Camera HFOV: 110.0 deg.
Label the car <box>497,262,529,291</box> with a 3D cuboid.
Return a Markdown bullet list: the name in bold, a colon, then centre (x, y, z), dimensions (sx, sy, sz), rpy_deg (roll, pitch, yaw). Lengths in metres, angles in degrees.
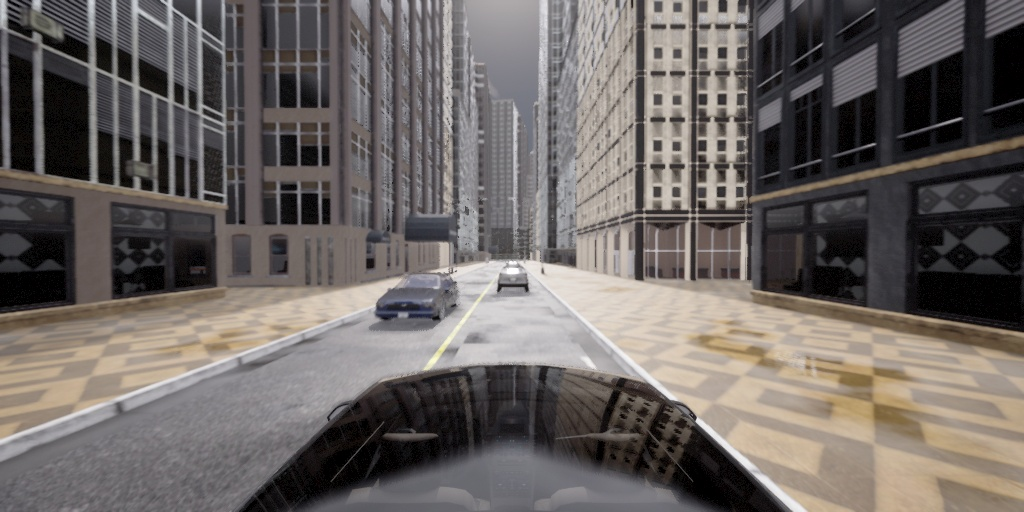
- **car**: centre (0.073, 1.291, 21.598), dimensions (2.033, 1.411, 5.357), rpy_deg (0, 0, 0)

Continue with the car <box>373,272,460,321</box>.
- **car**: centre (-3.029, 1.293, 12.681), dimensions (2.033, 1.411, 5.357), rpy_deg (0, 0, 1)
